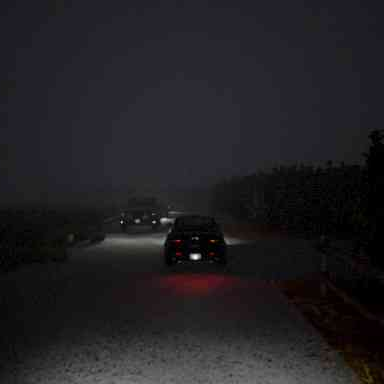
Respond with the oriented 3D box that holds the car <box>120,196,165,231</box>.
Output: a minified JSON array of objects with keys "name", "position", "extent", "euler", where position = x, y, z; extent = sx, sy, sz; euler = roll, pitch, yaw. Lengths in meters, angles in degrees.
[{"name":"car","position":[-3.156,1.295,21.500],"extent":[2.150,2.045,5.566],"euler":[0,0,-2]}]

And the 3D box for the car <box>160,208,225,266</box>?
[{"name":"car","position":[0.099,1.547,11.748],"extent":[1.837,1.490,4.892],"euler":[0,0,0]}]

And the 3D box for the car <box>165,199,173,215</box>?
[{"name":"car","position":[-3.191,1.671,31.462],"extent":[1.994,1.385,4.181],"euler":[0,0,0]}]

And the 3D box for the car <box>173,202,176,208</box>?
[{"name":"car","position":[-3.160,1.670,42.289],"extent":[1.812,1.442,4.674],"euler":[0,0,0]}]
